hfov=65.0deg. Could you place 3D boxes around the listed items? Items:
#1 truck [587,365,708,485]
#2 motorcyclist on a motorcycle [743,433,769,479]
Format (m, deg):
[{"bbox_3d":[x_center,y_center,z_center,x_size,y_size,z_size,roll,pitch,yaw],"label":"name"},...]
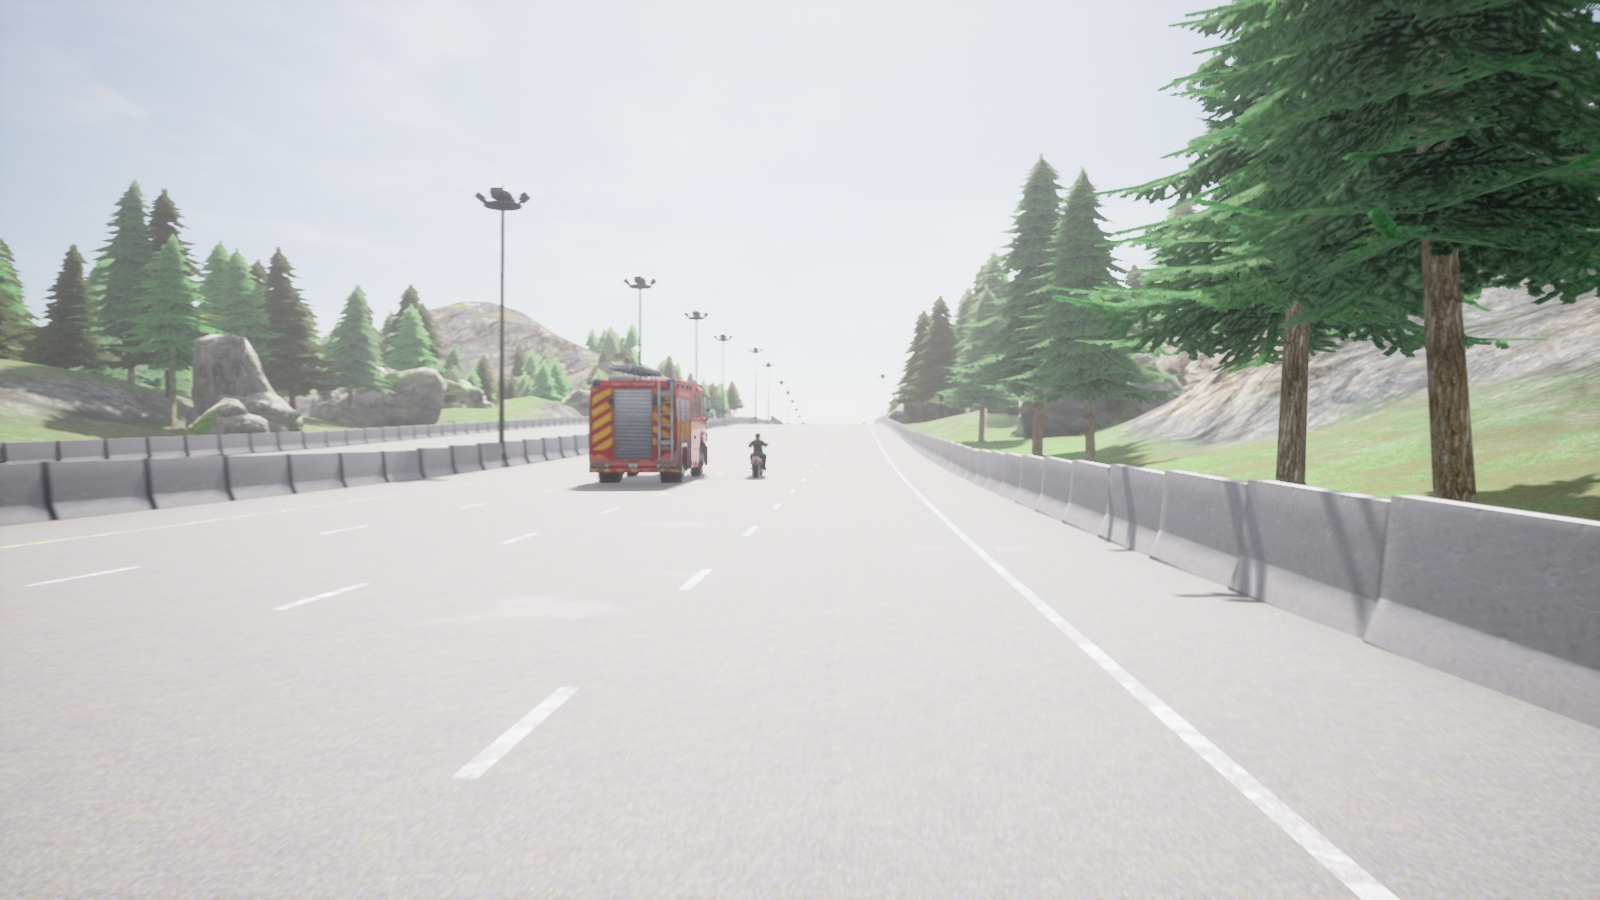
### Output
[{"bbox_3d":[-5.165,-0.884,44.142,2.891,3.827,8.468,0,1,2],"label":"truck"},{"bbox_3d":[-1.590,0.199,45.913,0.766,1.649,2.350,0,1,2],"label":"motorcyclist on a motorcycle"}]
